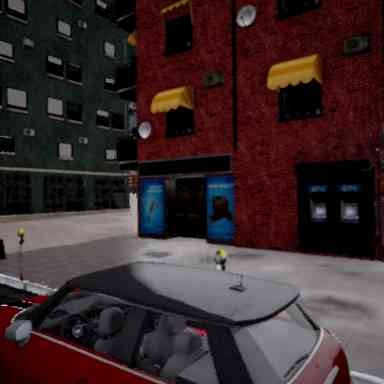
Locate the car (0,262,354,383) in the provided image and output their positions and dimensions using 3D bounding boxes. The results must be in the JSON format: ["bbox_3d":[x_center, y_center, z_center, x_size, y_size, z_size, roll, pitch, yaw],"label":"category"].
[{"bbox_3d":[-0.673,1.464,3.354,4.097,1.590,1.967,-1,-1,35],"label":"car"}]
